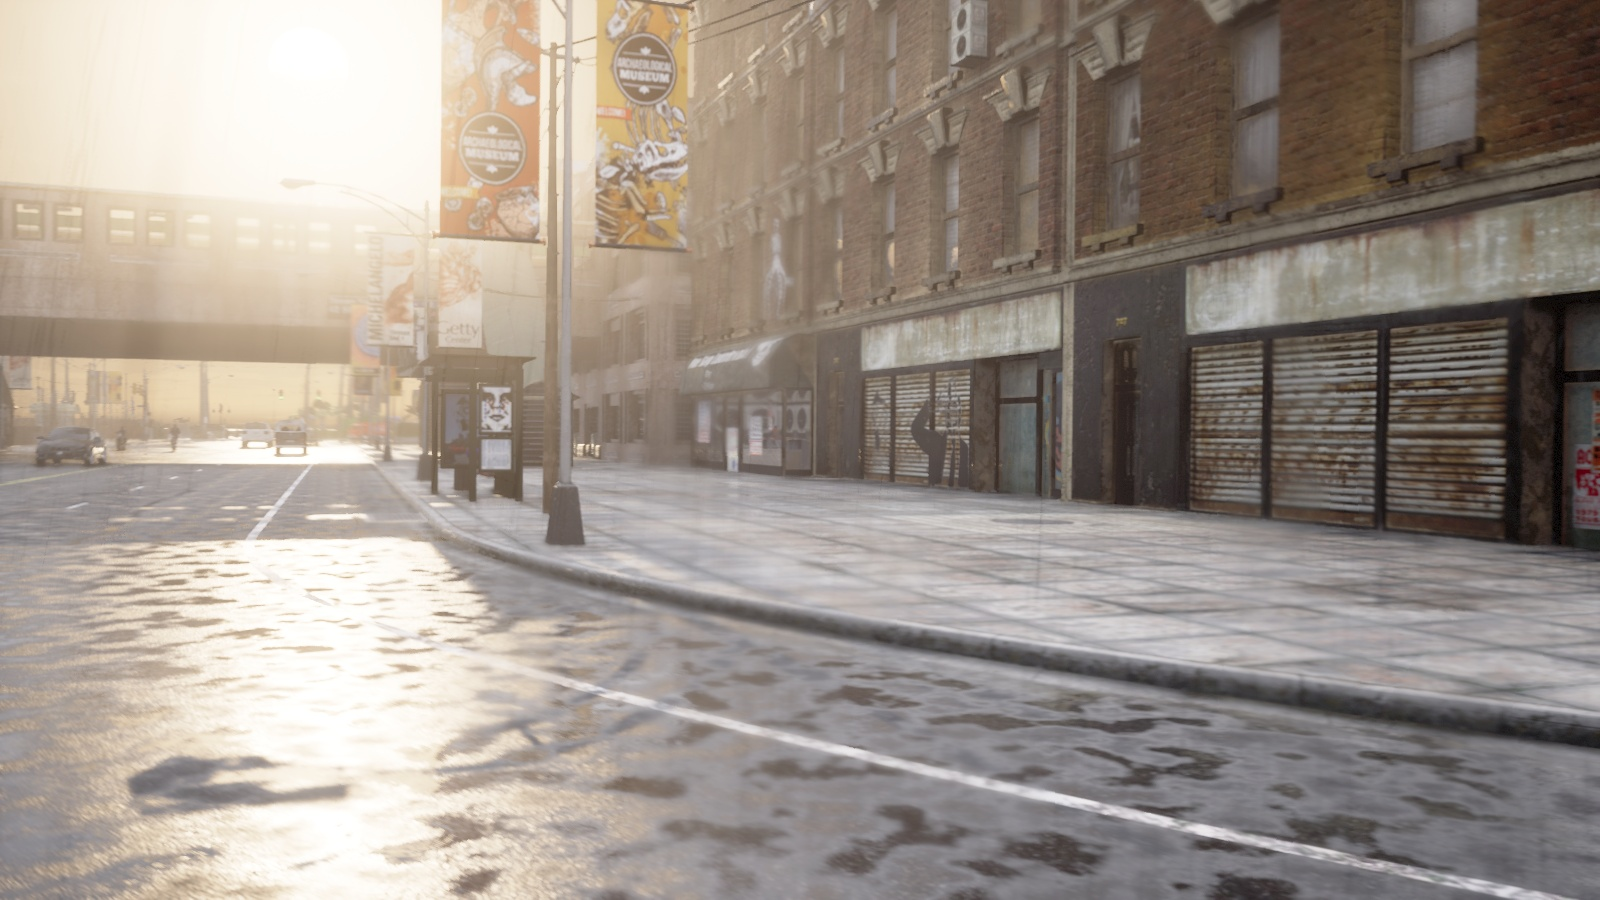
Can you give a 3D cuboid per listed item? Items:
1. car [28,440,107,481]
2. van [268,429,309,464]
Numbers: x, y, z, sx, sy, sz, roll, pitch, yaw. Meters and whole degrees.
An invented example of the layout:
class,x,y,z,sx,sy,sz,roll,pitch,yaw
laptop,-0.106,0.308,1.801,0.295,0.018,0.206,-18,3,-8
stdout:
class,x,y,z,sx,sy,sz,roll,pitch,yaw
car,-28.636,0.357,49.213,1.837,1.490,4.892,-1,1,-20
van,-30.835,-0.239,75.767,2.069,2.038,4.480,-1,1,-20
